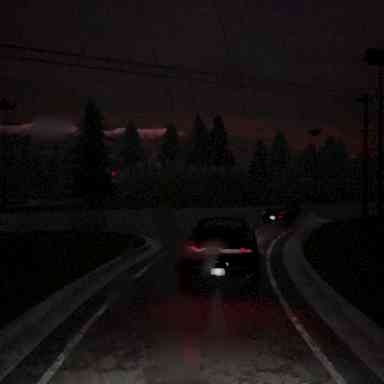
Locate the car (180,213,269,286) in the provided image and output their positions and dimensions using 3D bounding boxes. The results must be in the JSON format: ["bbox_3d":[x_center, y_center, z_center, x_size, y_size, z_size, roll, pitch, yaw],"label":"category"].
[{"bbox_3d":[0.893,1.454,9.401,2.128,1.511,4.902,0,0,8],"label":"car"}]

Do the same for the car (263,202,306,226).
[{"bbox_3d":[6.345,1.433,22.803,1.812,1.442,4.674,0,0,34],"label":"car"}]
